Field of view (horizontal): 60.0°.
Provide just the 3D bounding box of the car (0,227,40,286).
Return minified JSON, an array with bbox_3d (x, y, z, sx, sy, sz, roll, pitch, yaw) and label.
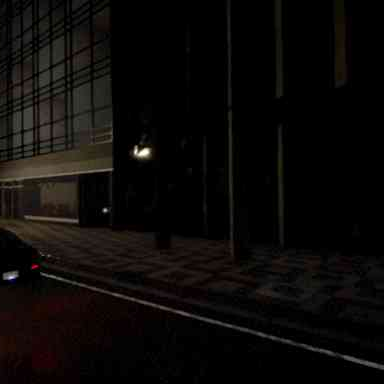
[{"bbox_3d":[-5.521,1.519,8.150,4.674,1.442,1.812,0,0,37],"label":"car"}]
